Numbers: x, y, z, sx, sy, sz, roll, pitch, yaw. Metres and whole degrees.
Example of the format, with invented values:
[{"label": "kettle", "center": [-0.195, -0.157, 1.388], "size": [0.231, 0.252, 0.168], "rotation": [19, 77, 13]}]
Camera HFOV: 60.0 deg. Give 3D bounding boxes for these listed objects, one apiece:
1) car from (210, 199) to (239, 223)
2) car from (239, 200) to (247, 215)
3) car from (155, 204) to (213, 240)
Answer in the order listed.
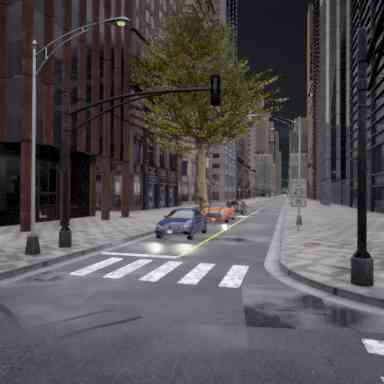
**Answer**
[{"label": "car", "center": [2.228, 1.499, 27.240], "size": [2.097, 1.767, 4.553], "rotation": [0, 0, 16]}, {"label": "car", "center": [5.060, 1.718, 37.197], "size": [1.837, 1.490, 4.892], "rotation": [0, 0, 16]}, {"label": "car", "center": [-0.415, 1.619, 17.922], "size": [1.812, 1.442, 4.674], "rotation": [0, 0, 16]}]
